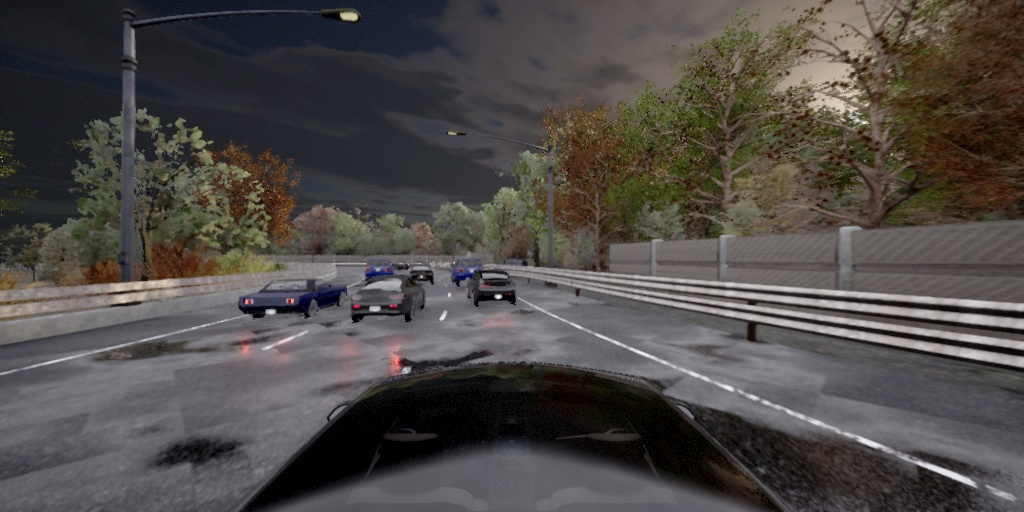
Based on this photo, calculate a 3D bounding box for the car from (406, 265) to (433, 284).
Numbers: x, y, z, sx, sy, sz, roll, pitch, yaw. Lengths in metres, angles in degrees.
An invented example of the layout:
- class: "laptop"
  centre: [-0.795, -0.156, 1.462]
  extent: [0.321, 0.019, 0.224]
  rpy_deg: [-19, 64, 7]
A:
- class: "car"
  centre: [-7.754, 1.513, 30.537]
  extent: [1.882, 1.535, 5.008]
  rpy_deg: [0, -1, -15]

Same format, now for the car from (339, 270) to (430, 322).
- class: "car"
  centre: [-4.230, 1.386, 12.705]
  extent: [1.812, 1.442, 4.674]
  rpy_deg: [0, 0, -6]

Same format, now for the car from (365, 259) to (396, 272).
- class: "car"
  centre: [-11.797, 1.277, 31.984]
  extent: [2.150, 2.045, 5.566]
  rpy_deg: [0, -1, -17]

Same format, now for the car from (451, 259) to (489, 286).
- class: "car"
  centre: [-3.571, 1.232, 28.536]
  extent: [2.150, 2.045, 5.566]
  rpy_deg: [0, -1, -14]

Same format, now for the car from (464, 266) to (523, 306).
- class: "car"
  centre: [-1.043, 1.401, 16.860]
  extent: [1.837, 1.490, 4.892]
  rpy_deg: [0, 0, -12]

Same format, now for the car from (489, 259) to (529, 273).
- class: "car"
  centre: [-0.553, 1.412, 42.550]
  extent: [5.566, 2.045, 2.150]
  rpy_deg: [3, -1, 32]

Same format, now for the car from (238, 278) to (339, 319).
- class: "car"
  centre: [-7.820, 1.474, 13.432]
  extent: [1.895, 1.301, 4.718]
  rpy_deg: [0, -1, -7]
